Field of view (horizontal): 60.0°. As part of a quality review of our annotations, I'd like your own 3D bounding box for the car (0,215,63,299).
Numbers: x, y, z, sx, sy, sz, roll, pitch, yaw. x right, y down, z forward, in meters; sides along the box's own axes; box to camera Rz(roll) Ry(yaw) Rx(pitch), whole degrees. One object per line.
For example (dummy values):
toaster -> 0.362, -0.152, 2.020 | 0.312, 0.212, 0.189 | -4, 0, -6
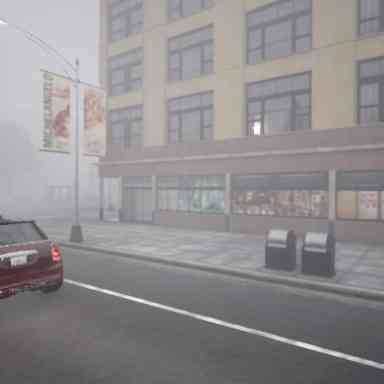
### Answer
car -> -4.969, 1.294, 7.507 | 4.553, 1.767, 2.097 | 1, 0, 36
